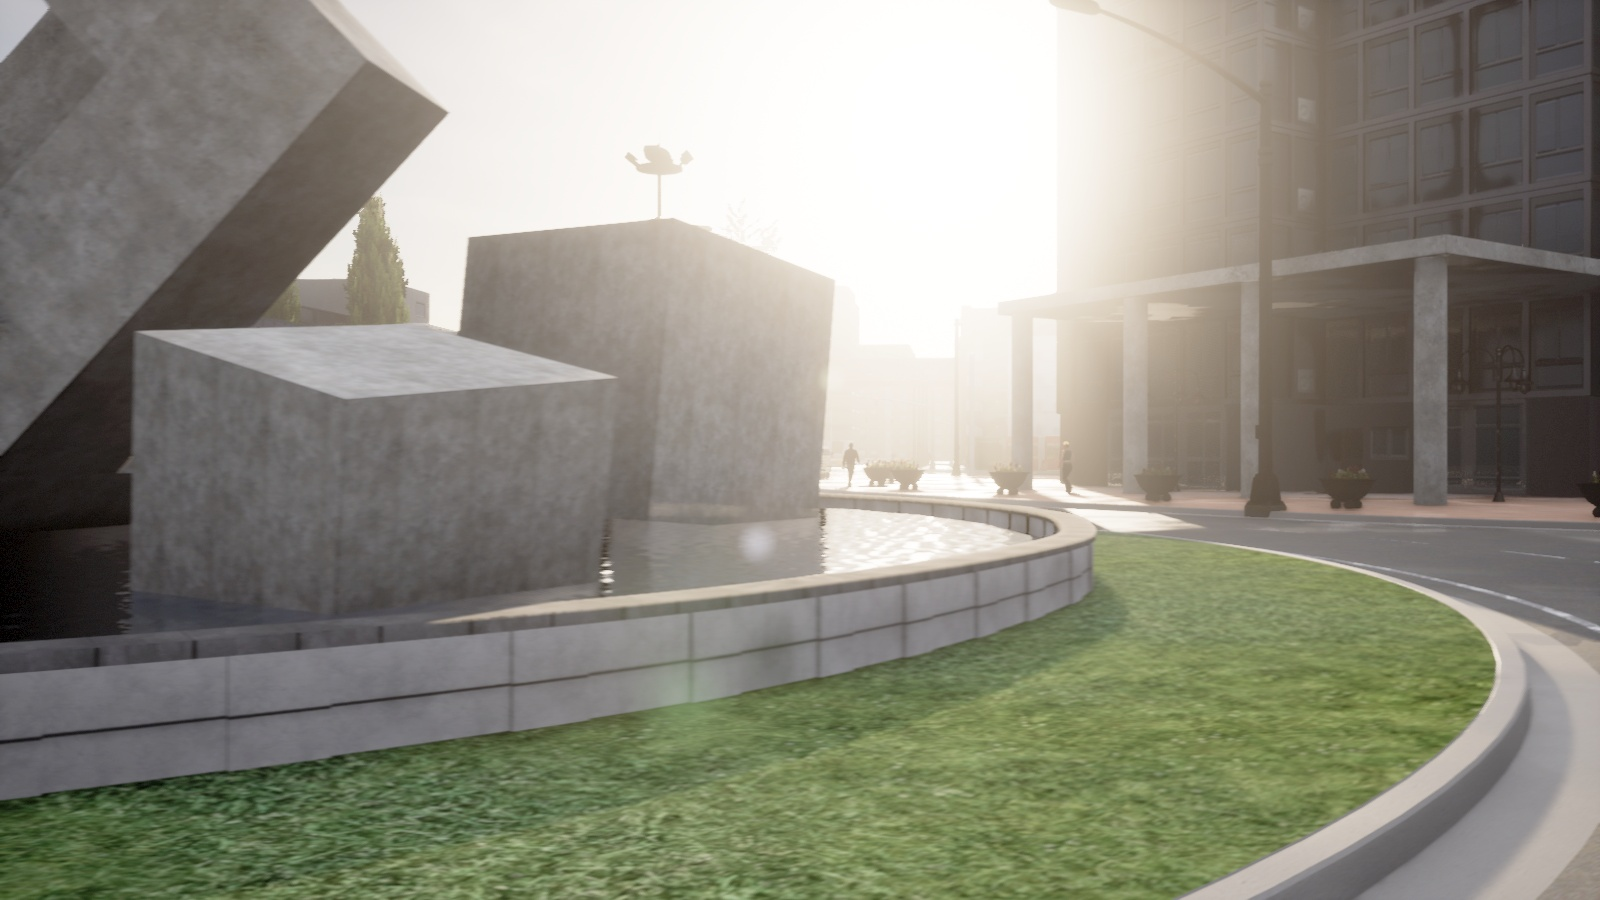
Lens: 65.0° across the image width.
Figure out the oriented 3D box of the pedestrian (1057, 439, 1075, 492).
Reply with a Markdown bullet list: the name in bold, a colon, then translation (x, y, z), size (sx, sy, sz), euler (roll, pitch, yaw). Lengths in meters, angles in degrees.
- **pedestrian**: translation (9.272, 0.522, 43.790), size (0.345, 1.836, 0.594), euler (0, 0, -26)

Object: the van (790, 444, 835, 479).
- **van**: translation (0.767, 0.680, 74.368), size (2.069, 2.038, 4.480), euler (0, 0, 8)

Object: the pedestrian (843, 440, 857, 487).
- **pedestrian**: translation (2.006, 0.542, 50.272), size (0.431, 1.840, 0.703), euler (0, 0, -6)
